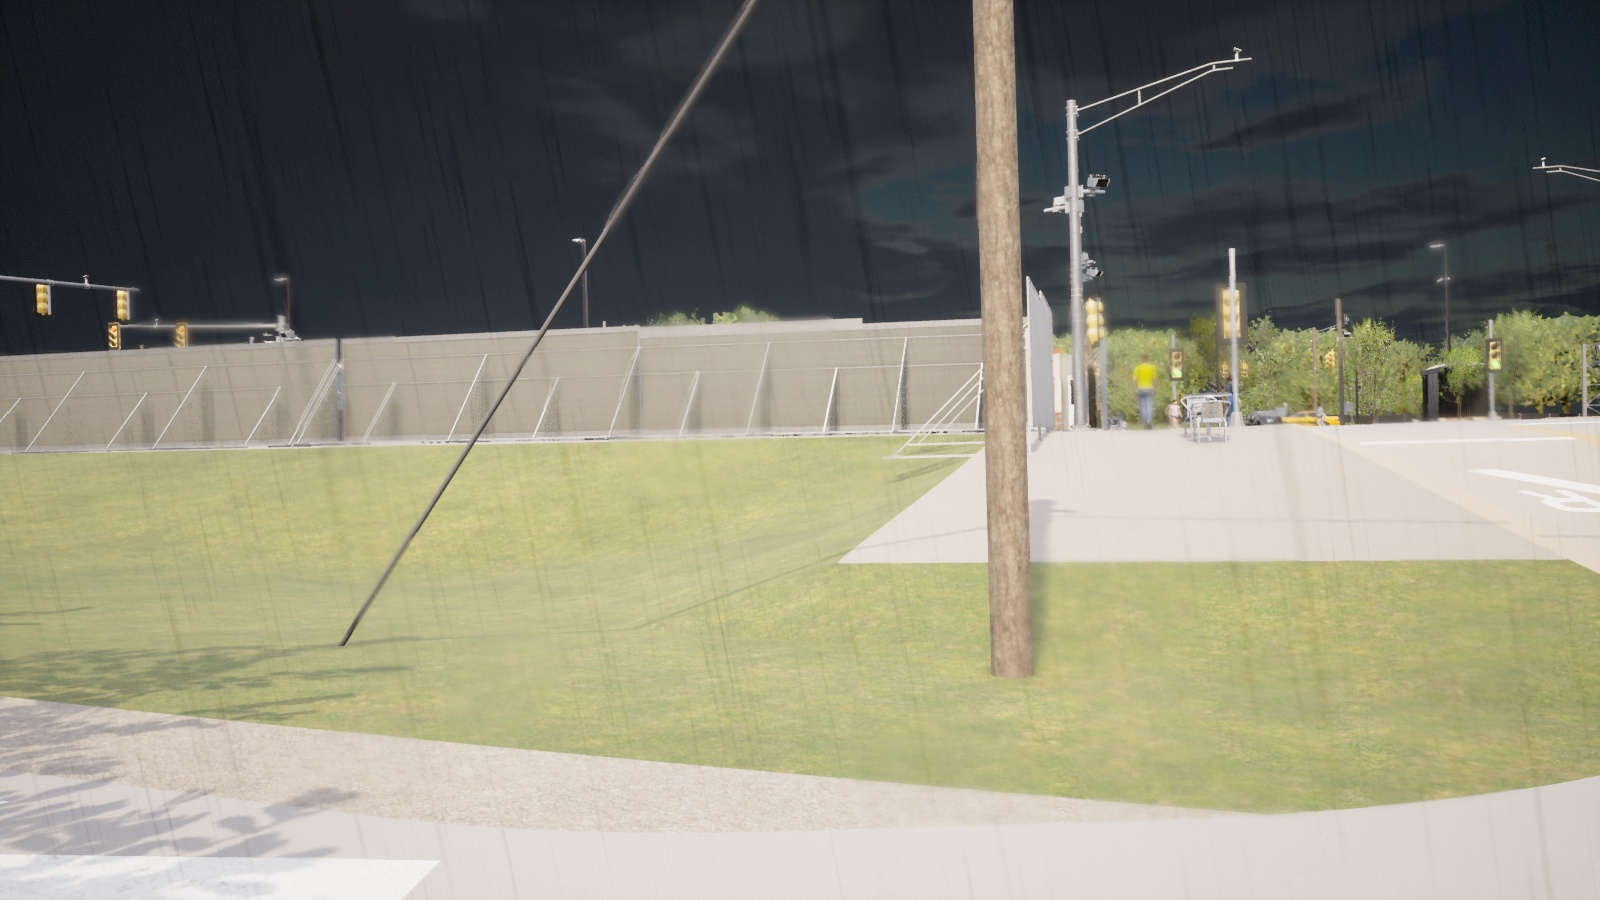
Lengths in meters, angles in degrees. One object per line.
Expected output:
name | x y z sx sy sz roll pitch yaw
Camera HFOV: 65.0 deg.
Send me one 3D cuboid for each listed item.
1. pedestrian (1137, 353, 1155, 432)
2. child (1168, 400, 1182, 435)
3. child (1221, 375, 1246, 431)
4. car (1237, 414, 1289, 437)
pedestrian | 8.211 -1.358 29.824 0.354 1.836 0.706 -1 0 14
child | 11.986 -1.032 40.153 0.255 1.110 0.394 -1 0 -8
child | 10.040 -1.089 29.094 0.437 1.263 0.270 -1 0 -5
car | 31.361 -1.671 85.206 2.163 1.488 4.792 -1 1 7
